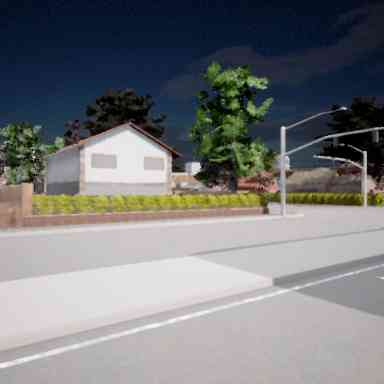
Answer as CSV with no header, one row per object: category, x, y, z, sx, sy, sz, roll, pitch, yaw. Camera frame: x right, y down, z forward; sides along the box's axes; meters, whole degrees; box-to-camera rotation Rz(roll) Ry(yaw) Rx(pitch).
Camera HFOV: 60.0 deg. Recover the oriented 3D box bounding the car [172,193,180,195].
car,-3.015,1.241,65.522,2.150,2.045,5.566,0,0,-35
